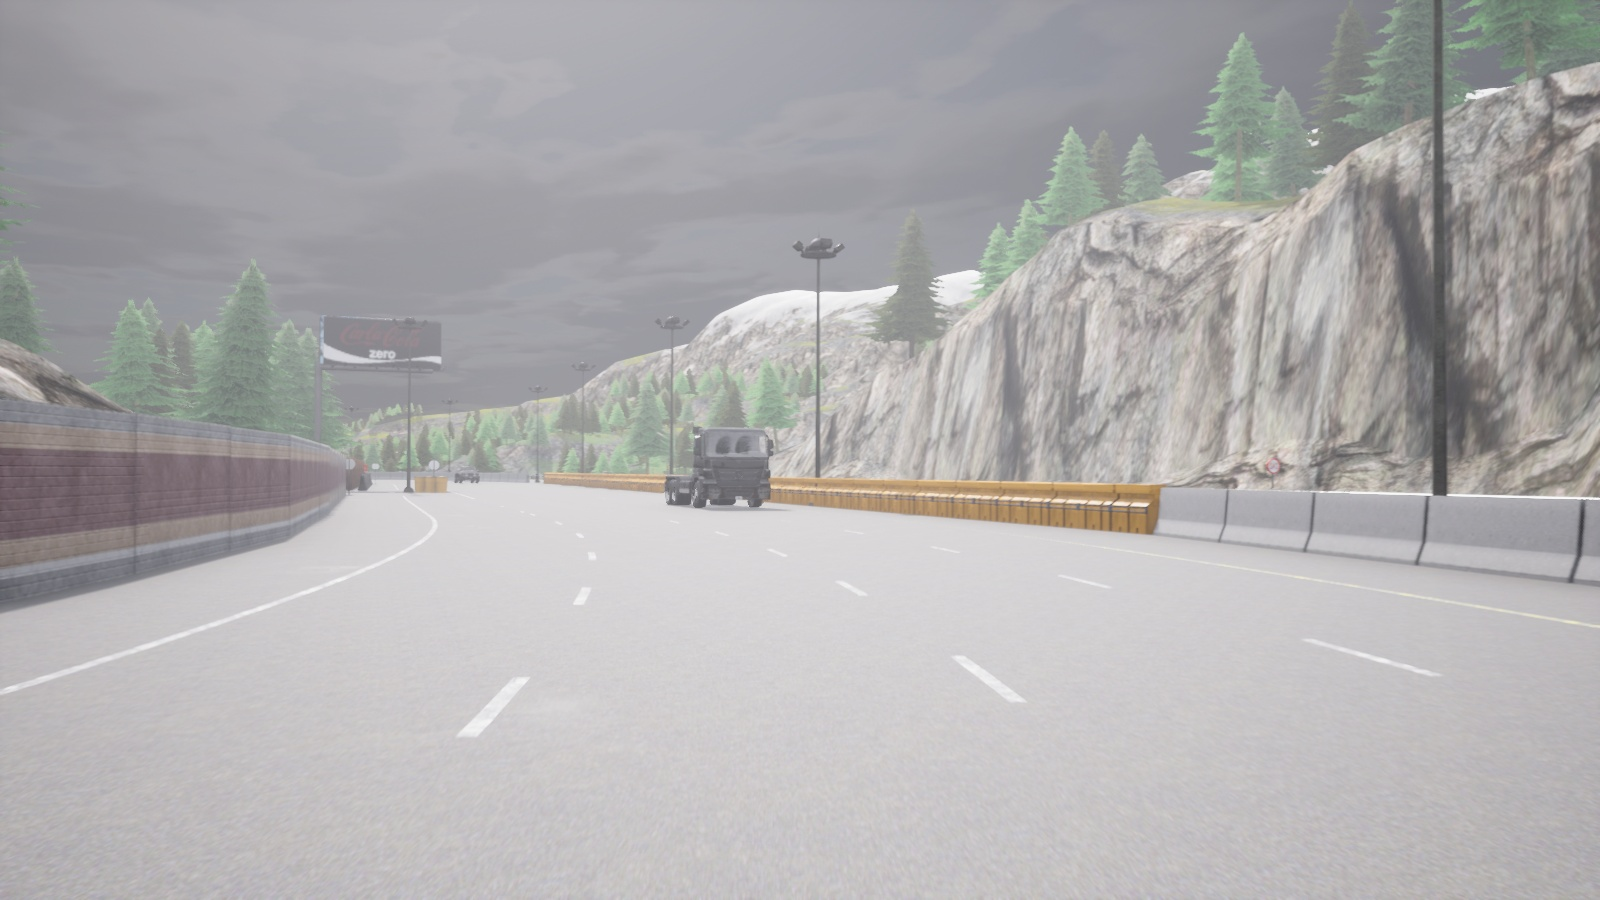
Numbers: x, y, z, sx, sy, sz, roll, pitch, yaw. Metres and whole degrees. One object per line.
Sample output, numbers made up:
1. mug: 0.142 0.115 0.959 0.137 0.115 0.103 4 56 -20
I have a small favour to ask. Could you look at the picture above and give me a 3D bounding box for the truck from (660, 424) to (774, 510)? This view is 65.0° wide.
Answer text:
1. truck: -3.758 0.762 54.591 2.891 3.462 7.936 0 -1 -19
